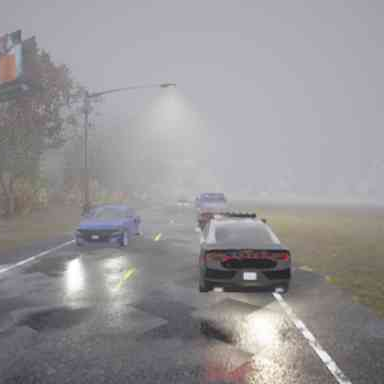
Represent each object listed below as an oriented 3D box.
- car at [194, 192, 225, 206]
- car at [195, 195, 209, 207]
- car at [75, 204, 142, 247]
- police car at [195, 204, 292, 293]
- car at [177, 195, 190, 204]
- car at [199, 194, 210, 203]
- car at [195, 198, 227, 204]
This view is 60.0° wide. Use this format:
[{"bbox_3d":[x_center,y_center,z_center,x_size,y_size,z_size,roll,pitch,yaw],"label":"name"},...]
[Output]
[{"bbox_3d":[1.464,1.014,24.623,2.150,2.045,5.566,0,0,2],"label":"car"},{"bbox_3d":[1.442,1.234,46.567,1.812,1.442,4.674,0,0,4],"label":"car"},{"bbox_3d":[-3.431,1.338,14.447,1.882,1.535,5.008,0,0,1],"label":"car"},{"bbox_3d":[1.108,1.334,8.761,1.930,1.638,5.238,0,1,1],"label":"police car"},{"bbox_3d":[-1.433,1.230,57.061,2.033,1.411,5.357,0,0,5],"label":"car"},{"bbox_3d":[2.264,1.154,59.378,1.882,1.535,5.008,0,0,4],"label":"car"},{"bbox_3d":[1.292,1.306,18.617,1.882,1.535,5.008,0,0,1],"label":"car"}]
